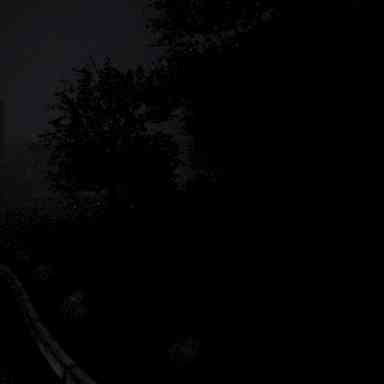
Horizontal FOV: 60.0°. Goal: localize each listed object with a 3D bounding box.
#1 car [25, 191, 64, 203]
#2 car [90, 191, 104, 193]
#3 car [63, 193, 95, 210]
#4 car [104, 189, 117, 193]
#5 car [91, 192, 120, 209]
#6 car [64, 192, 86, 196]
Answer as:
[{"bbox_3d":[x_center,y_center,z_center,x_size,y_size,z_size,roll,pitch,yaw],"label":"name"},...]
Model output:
[{"bbox_3d":[-21.250,0.631,47.348,1.946,1.575,5.366,0,3,17],"label":"car"},{"bbox_3d":[-18.093,0.145,57.924,1.946,1.575,5.366,0,3,17],"label":"car"},{"bbox_3d":[-11.777,1.167,36.884,1.895,1.301,4.718,0,3,13],"label":"car"},{"bbox_3d":[-16.437,-0.357,63.475,2.435,2.045,5.566,0,3,17],"label":"car"},{"bbox_3d":[-8.508,1.101,36.733,2.033,1.411,5.357,0,3,14],"label":"car"},{"bbox_3d":[-19.667,0.387,52.634,1.946,1.575,5.366,0,3,17],"label":"car"}]
